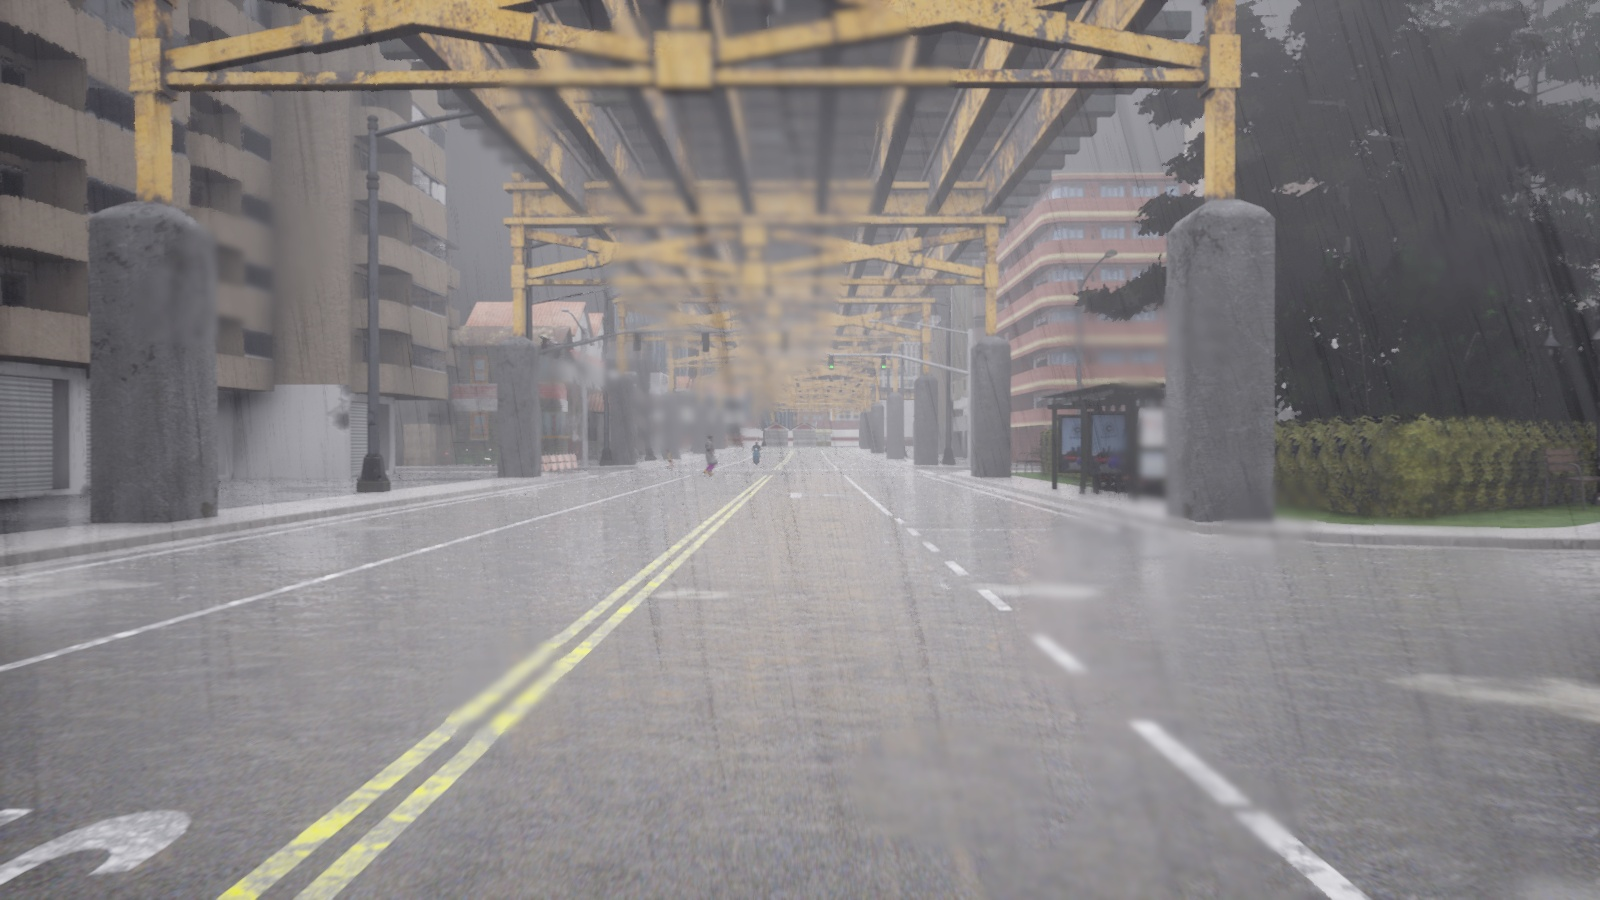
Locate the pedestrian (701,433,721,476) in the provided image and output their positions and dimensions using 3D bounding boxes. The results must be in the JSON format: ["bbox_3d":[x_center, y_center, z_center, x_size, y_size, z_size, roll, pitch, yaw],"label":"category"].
[{"bbox_3d":[-4.072,0.218,57.530,0.873,1.952,0.659,0,0,0],"label":"pedestrian"}]
